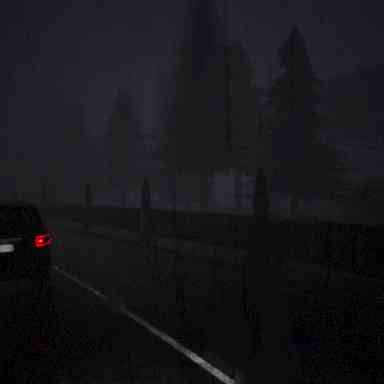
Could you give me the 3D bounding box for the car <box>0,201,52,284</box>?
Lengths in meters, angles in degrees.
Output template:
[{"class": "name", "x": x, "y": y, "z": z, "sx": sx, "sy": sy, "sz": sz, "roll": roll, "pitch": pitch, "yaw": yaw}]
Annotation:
[{"class": "car", "x": -5.500, "y": 1.256, "z": 8.904, "sx": 2.150, "sy": 2.045, "sz": 5.566, "roll": 0, "pitch": 0, "yaw": -39}]
